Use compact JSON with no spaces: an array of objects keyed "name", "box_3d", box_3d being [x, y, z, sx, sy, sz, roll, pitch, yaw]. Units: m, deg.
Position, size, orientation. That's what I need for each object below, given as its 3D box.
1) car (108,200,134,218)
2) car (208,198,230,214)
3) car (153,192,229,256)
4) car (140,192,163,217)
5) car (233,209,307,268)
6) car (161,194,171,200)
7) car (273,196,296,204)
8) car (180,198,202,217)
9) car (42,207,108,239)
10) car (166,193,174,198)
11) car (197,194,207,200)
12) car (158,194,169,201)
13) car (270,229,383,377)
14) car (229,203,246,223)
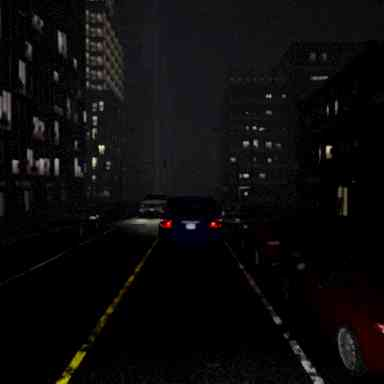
[{"name":"car","box_3d":[-5.968,1.387,27.828,1.887,1.381,4.507,-1,0,0]},{"name":"car","box_3d":[2.642,1.335,33.627,1.752,1.417,4.829,-1,0,0]},{"name":"car","box_3d":[0.005,1.145,12.891,2.150,2.045,5.566,0,0,1]},{"name":"car","box_3d":[-3.231,1.053,29.531,2.150,2.045,5.566,0,0,0]},{"name":"car","box_3d":[2.694,1.482,10.880,1.887,1.381,4.507,-1,0,0]},{"name":"car","box_3d":[-6.082,1.138,77.023,1.947,1.339,4.313,-1,0,0]},{"name":"car","box_3d":[16.036,1.314,56.657,4.403,1.369,2.008,0,1,1]},{"name":"car","box_3d":[-0.063,1.357,29.773,1.812,1.442,4.674,0,0,0]},{"name":"car","box_3d":[-5.885,1.456,16.539,2.008,1.369,4.403,-1,0,0]},{"name":"car","box_3d":[-6.166,1.025,93.986,1.887,1.381,4.507,-1,0,0]},{"name":"car","box_3d":[2.298,1.122,77.065,2.008,1.369,4.403,-1,0,0]},{"name":"car","box_3d":[-6.053,1.129,71.199,1.752,1.417,4.829,-1,0,0]},{"name":"car","box_3d":[2.688,1.551,5.236,1.802,1.307,4.206,-1,0,0]},{"name":"car","box_3d":[2.700,1.425,22.169,2.008,1.369,4.403,-1,0,0]}]
